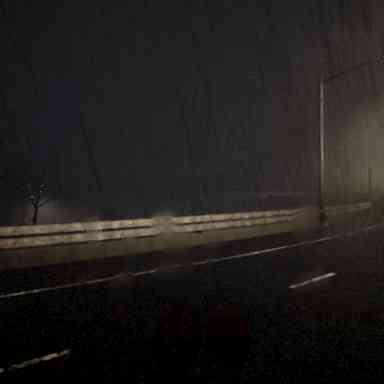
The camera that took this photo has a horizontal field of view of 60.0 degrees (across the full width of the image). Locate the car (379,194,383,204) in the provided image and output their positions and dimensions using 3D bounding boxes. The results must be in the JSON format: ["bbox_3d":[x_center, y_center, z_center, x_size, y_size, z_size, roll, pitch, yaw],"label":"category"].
[{"bbox_3d":[35.603,1.223,59.980,2.150,2.045,5.566,0,0,15],"label":"car"}]
